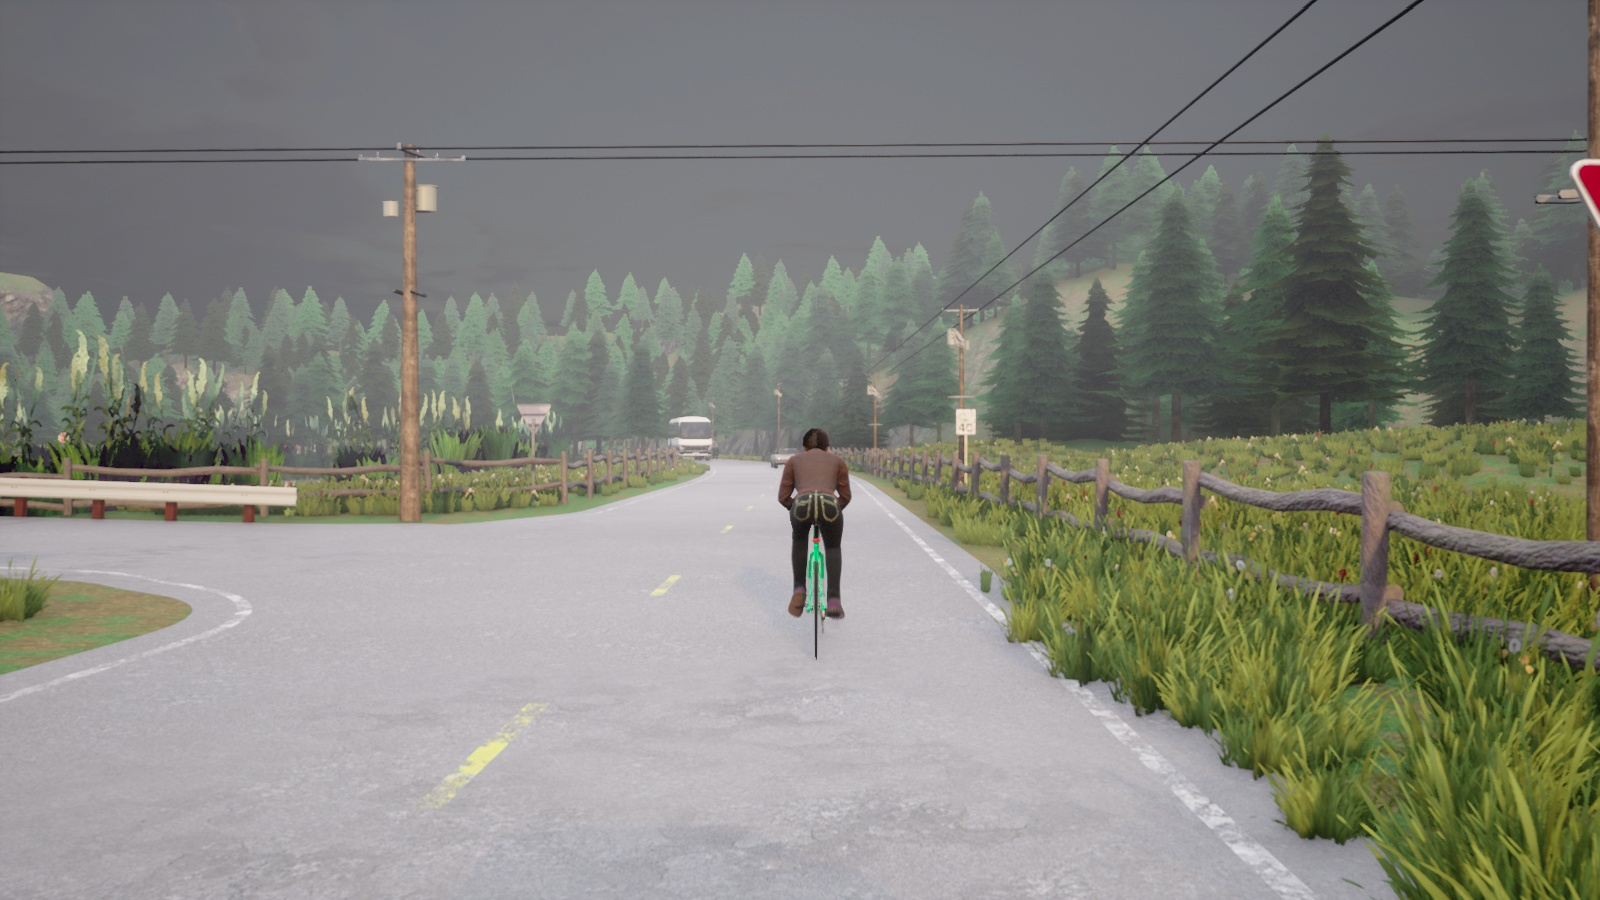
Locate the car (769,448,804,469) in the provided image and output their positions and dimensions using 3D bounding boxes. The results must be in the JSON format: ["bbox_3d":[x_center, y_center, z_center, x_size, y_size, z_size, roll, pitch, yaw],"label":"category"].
[{"bbox_3d":[-0.896,0.551,82.025,1.895,1.301,4.718,0,0,-5],"label":"car"}]

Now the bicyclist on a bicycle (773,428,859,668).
[{"bbox_3d":[0.118,0.667,9.297,0.582,1.620,1.656,0,0,1],"label":"bicyclist on a bicycle"}]
